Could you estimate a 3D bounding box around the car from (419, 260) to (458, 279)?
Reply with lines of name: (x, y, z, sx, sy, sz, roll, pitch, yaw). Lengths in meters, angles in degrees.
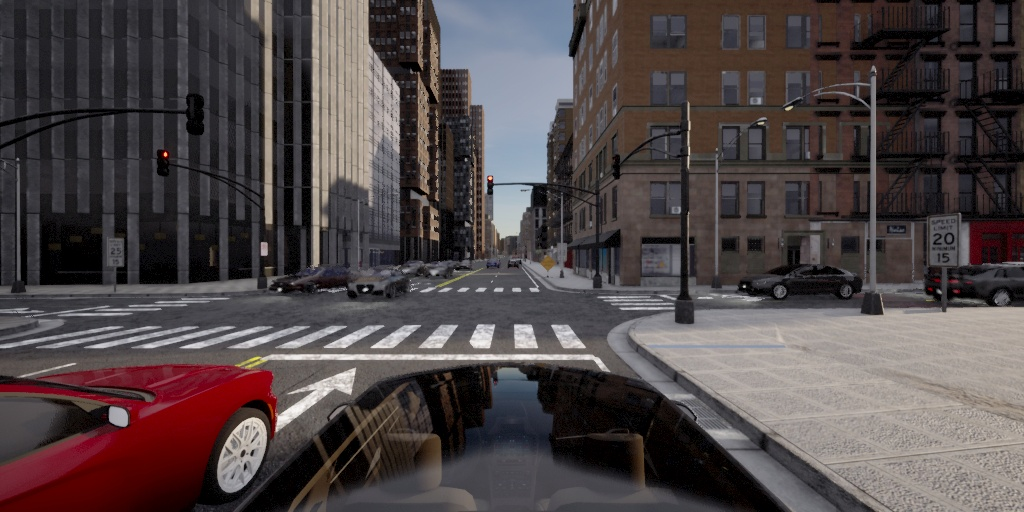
car: (-6.530, 1.245, 32.425, 2.128, 1.511, 4.902, 0, 0, 0)

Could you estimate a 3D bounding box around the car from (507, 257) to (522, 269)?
car: (0.189, 1.271, 58.703, 1.837, 1.490, 4.892, 0, 0, 0)

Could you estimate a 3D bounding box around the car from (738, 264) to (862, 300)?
car: (12.907, 1.116, 16.232, 4.892, 1.490, 1.837, 0, 0, -1)

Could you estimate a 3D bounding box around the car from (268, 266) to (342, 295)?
car: (-10.898, 1.310, 20.688, 2.033, 1.411, 5.357, 0, 0, 19)

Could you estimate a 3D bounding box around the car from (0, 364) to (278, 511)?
car: (-3.154, 1.228, 1.379, 1.882, 1.535, 5.008, 0, 0, 0)

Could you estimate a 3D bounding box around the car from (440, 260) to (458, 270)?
car: (-9.688, 1.328, 55.253, 1.994, 1.385, 4.181, 0, 0, 0)

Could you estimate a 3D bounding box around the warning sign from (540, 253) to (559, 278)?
warning sign: (2.915, 0.868, 29.098, 1.300, 1.860, 1.060, 0, 0, 0)

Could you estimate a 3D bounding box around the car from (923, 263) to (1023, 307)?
car: (18.589, 1.084, 13.478, 4.892, 1.490, 1.837, 0, 0, 0)

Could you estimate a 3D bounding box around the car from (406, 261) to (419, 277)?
car: (-9.767, 1.244, 35.586, 2.128, 1.511, 4.902, 0, 0, 0)

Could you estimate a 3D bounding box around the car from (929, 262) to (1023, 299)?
car: (22.304, 1.048, 16.149, 4.892, 1.490, 1.837, 0, 0, 0)

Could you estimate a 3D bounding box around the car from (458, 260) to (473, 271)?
car: (-6.474, 1.265, 48.989, 1.837, 1.490, 4.892, 0, 0, 0)

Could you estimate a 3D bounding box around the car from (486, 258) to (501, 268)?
car: (-3.054, 1.118, 59.451, 2.097, 1.767, 4.553, 0, 0, 1)

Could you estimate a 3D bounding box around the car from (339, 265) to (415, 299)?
car: (-6.569, 1.327, 18.035, 1.994, 1.385, 4.181, -1, 0, 0)
